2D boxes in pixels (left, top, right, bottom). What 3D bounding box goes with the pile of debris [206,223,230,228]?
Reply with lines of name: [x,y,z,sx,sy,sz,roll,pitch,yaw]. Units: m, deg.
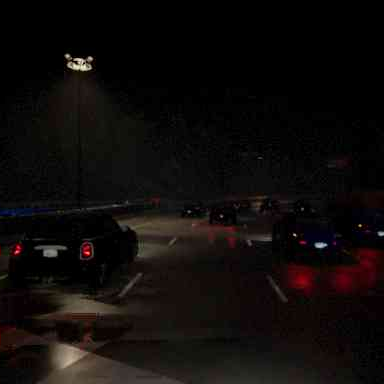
pile of debris: [1.791,2.224,22.392,1.500,0.140,1.860,0,0,9]

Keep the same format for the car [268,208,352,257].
car: [4.337,1.560,13.047,1.812,1.442,4.674,0,0,5]

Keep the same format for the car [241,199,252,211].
car: [6.326,1.644,41.854,2.033,1.411,5.357,0,0,16]

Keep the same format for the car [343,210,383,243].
car: [8.193,1.574,16.193,1.812,1.442,4.674,0,0,7]

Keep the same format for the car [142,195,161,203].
car: [-7.855,1.470,65.114,2.097,1.767,4.553,0,0,22]

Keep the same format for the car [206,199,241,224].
car: [2.480,1.533,25.378,1.882,1.535,5.008,0,0,10]

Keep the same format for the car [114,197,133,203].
car: [-12.798,1.663,62.146,1.994,1.385,4.181,0,0,21]

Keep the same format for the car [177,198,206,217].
car: [0.227,1.590,32.076,1.812,1.442,4.674,0,0,12]

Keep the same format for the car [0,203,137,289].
car: [-2.972,1.365,9.387,2.097,1.767,4.553,0,0,3]

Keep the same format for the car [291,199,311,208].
car: [12.649,1.606,38.443,1.837,1.490,4.892,0,0,16]

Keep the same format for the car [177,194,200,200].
car: [-0.241,1.351,65.107,2.150,2.045,5.566,0,0,23]

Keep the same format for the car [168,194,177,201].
car: [-2.780,1.351,68.027,2.150,2.045,5.566,0,0,23]

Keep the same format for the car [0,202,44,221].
car: [-14.894,1.593,28.607,1.994,1.385,4.181,0,0,10]

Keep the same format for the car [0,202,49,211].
car: [-12.037,1.504,24.518,1.882,1.535,5.008,0,0,9]

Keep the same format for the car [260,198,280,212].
car: [9.283,1.450,39.336,2.097,1.767,4.553,0,0,15]
